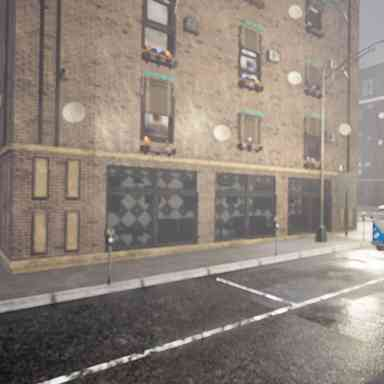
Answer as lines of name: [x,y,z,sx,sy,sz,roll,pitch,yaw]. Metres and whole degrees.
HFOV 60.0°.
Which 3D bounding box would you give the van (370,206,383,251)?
van: [8.423,1.351,12.645,3.998,1.788,1.690,0,1,-35]
